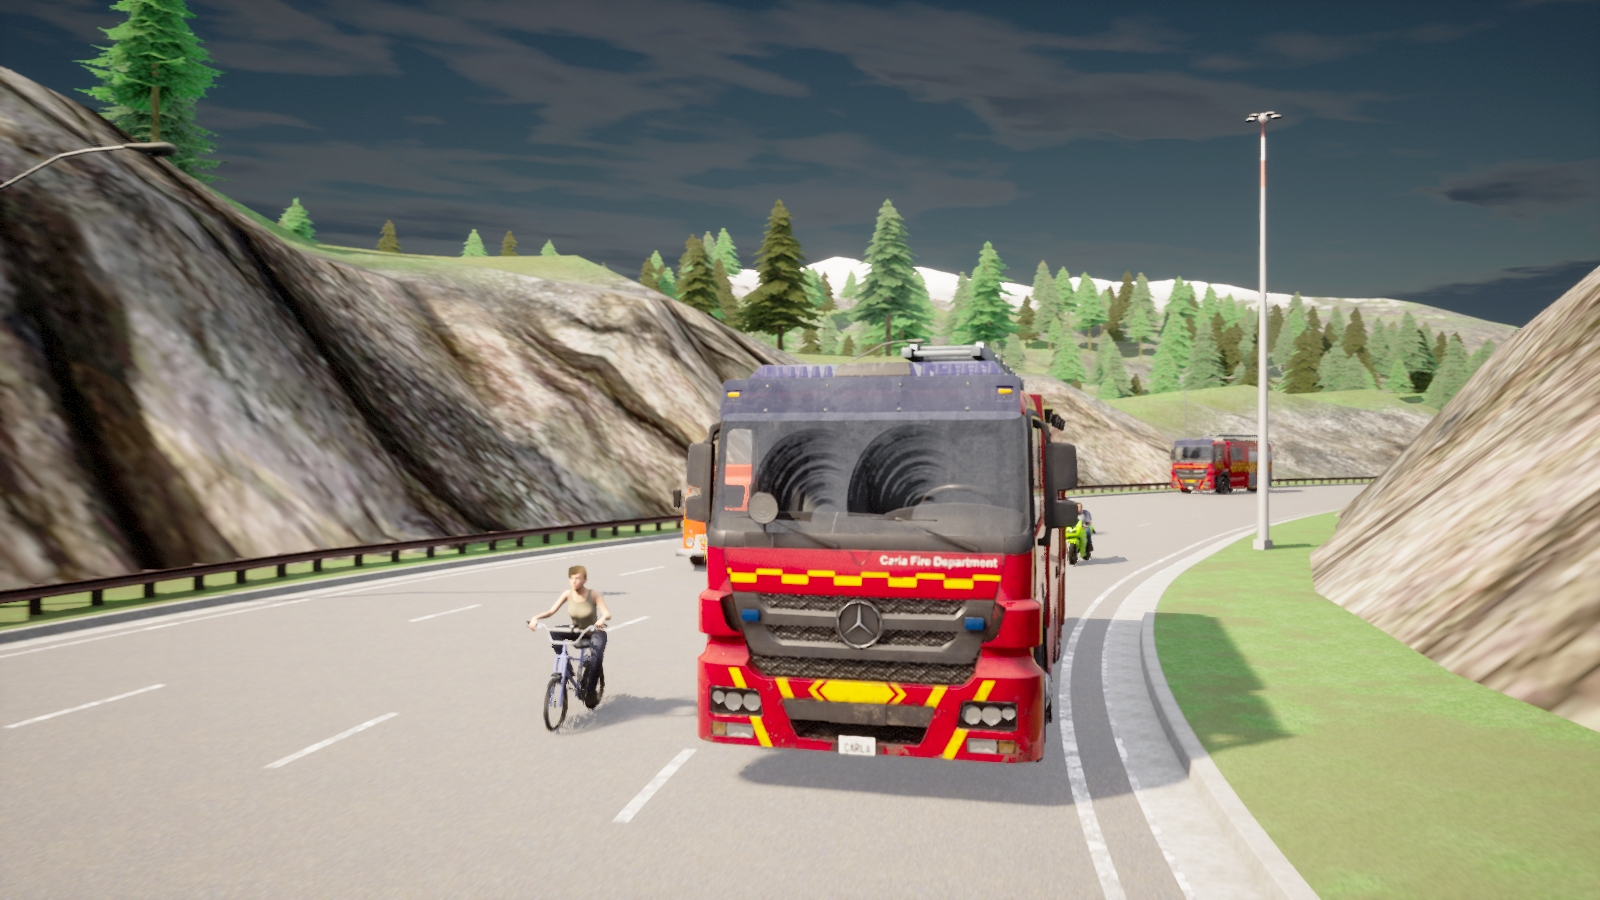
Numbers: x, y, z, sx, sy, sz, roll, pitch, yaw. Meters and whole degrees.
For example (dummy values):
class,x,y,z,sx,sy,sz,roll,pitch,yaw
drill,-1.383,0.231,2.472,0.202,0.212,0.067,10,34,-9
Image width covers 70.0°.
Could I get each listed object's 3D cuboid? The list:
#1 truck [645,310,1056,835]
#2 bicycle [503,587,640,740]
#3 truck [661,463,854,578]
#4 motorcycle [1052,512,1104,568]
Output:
class,x,y,z,sx,sy,sz,roll,pitch,yaw
truck,1.233,0.892,12.787,2.891,3.827,8.468,0,0,15
bicycle,-2.330,2.157,11.837,0.859,1.277,1.487,0,0,12
truck,-0.889,1.572,27.937,2.627,2.467,5.204,0,0,25
motorcycle,6.866,2.191,28.123,0.803,1.199,2.033,0,0,27
